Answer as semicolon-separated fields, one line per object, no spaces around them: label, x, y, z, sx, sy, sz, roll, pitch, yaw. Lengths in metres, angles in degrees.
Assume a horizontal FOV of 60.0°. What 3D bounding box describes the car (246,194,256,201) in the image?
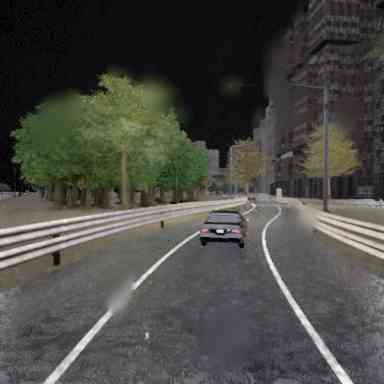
car;14.698;1.316;83.657;2.097;1.767;4.553;0;0;-1

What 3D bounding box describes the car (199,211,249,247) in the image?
car;1.565;1.553;15.223;2.033;1.411;5.357;0;0;11
